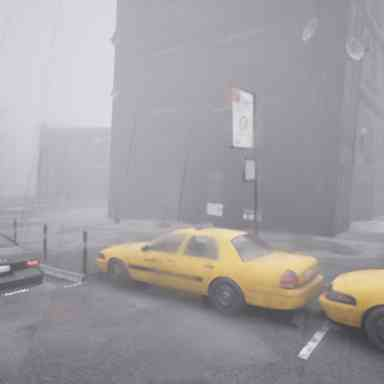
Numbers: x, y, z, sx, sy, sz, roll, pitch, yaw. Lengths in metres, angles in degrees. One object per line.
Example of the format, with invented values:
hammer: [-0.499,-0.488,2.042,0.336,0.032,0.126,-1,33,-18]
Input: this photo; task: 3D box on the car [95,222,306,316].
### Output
car: [0.037,1.462,7.503,5.366,1.575,1.946,0,0,36]

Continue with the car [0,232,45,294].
car: [-5.602,1.515,7.908,5.357,1.411,2.033,0,0,38]

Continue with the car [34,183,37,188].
car: [-34.272,-1.828,76.981,4.553,1.767,2.185,4,3,24]

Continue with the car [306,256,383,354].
car: [4.529,1.482,4.290,5.366,1.575,1.946,0,0,35]
